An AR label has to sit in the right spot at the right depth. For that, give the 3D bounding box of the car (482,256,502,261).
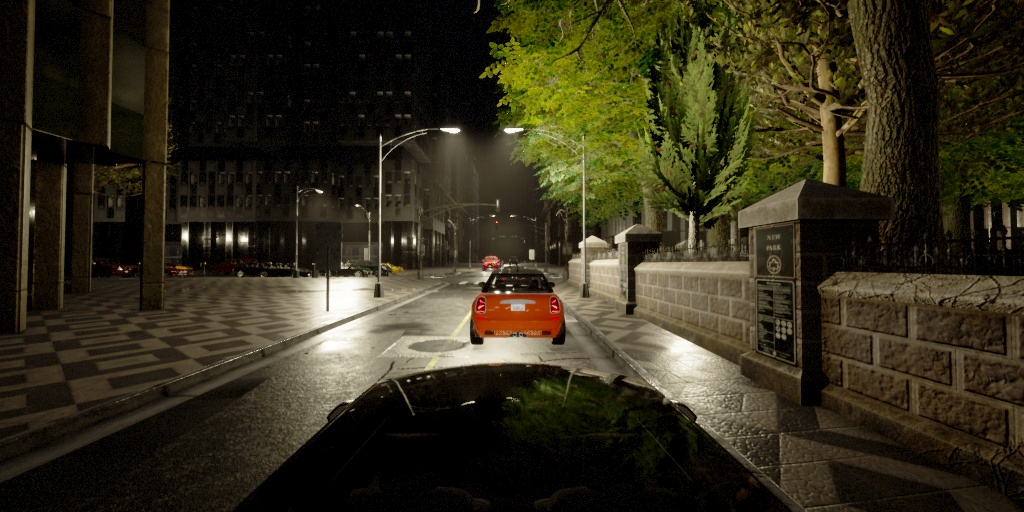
[{"bbox_3d":[-2.887,1.050,49.720,2.150,2.045,5.566,0,0,0],"label":"car"}]

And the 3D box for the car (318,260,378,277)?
[{"bbox_3d":[-14.510,1.267,31.453,4.403,1.370,2.007,0,0,1],"label":"car"}]

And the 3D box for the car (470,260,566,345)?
[{"bbox_3d":[0.128,1.107,9.678,2.097,1.767,4.553,0,0,0],"label":"car"}]

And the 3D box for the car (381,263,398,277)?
[{"bbox_3d":[-13.741,1.125,34.126,4.553,1.767,2.097,0,-1,0],"label":"car"}]

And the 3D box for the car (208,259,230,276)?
[{"bbox_3d":[-30.971,1.236,40.141,5.009,1.841,2.192,0,0,1],"label":"car"}]

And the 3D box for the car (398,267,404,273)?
[{"bbox_3d":[-14.604,1.425,39.978,4.829,1.417,1.751,0,0,1],"label":"car"}]

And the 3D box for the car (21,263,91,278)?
[{"bbox_3d":[-43.737,1.379,34.464,4.181,1.385,1.994,0,-1,1],"label":"car"}]

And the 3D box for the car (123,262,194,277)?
[{"bbox_3d":[-31.048,1.320,31.618,4.207,1.307,1.802,0,0,1],"label":"car"}]

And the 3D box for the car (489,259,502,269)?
[{"bbox_3d":[-2.808,1.345,61.959,1.882,1.535,5.008,0,0,1],"label":"car"}]

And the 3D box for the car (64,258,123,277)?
[{"bbox_3d":[-36.561,1.061,31.673,5.009,1.841,2.192,0,0,1],"label":"car"}]

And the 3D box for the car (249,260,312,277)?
[{"bbox_3d":[-20.023,1.289,31.508,4.313,1.339,1.948,0,0,1],"label":"car"}]

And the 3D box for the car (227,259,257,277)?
[{"bbox_3d":[-23.814,1.291,34.224,4.892,1.490,1.837,0,-1,0],"label":"car"}]

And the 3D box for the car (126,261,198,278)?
[{"bbox_3d":[-33.409,1.277,34.330,5.008,1.535,1.882,0,-1,1],"label":"car"}]
